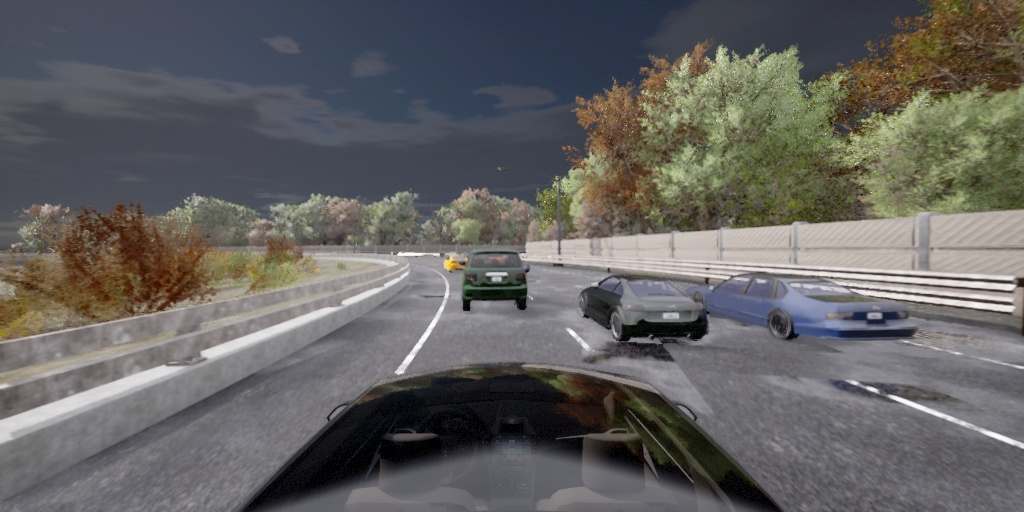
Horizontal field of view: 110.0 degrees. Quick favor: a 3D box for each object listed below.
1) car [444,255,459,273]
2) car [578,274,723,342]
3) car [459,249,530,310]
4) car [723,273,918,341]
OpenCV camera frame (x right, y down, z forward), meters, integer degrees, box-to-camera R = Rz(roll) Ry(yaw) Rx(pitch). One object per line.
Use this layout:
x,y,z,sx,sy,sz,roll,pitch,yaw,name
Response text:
-5.040,0.665,32.541,1.882,1.535,5.008,0,1,-18,car
3.121,1.163,9.366,1.994,1.385,4.181,0,1,-4,car
-0.796,0.752,13.601,2.150,2.045,5.566,0,1,-7,car
6.696,1.138,9.310,2.033,1.411,5.357,0,1,-4,car
